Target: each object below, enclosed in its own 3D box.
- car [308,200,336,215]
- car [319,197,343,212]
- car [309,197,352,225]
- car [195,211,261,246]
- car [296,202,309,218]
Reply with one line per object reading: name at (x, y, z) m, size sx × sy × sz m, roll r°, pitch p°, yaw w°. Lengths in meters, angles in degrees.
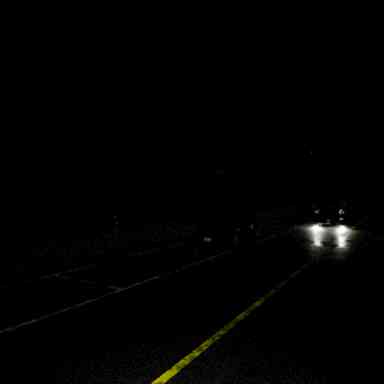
car at (13.420, 1.567, 34.167) m, size 1.947 × 1.339 × 4.313 m, roll 0°, pitch 0°, yaw 32°
car at (16.326, 1.442, 38.865) m, size 1.967 × 1.590 × 4.097 m, roll 0°, pitch 0°, yaw 32°
car at (10.353, 1.353, 24.321) m, size 2.097 × 1.767 × 4.553 m, roll 0°, pitch 0°, yaw 32°
car at (1.793, 1.566, 15.372) m, size 1.947 × 1.339 × 4.313 m, roll 0°, pitch 0°, yaw 32°
car at (10.513, 1.583, 29.468) m, size 1.802 × 1.307 × 4.206 m, roll 0°, pitch 0°, yaw 32°
